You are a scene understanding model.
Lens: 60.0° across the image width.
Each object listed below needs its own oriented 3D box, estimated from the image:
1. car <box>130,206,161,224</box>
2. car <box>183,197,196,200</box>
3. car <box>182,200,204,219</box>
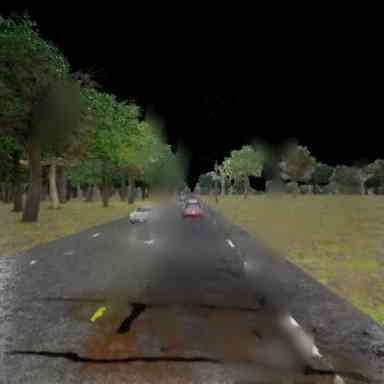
[{"bbox_3d":[-3.587,1.756,25.966,1.895,1.301,4.718,0,0,0],"label":"car"},{"bbox_3d":[0.118,1.757,46.450,1.882,1.535,5.008,0,0,0],"label":"car"},{"bbox_3d":[0.119,1.750,31.017,1.994,1.385,4.181,0,0,0],"label":"car"}]
